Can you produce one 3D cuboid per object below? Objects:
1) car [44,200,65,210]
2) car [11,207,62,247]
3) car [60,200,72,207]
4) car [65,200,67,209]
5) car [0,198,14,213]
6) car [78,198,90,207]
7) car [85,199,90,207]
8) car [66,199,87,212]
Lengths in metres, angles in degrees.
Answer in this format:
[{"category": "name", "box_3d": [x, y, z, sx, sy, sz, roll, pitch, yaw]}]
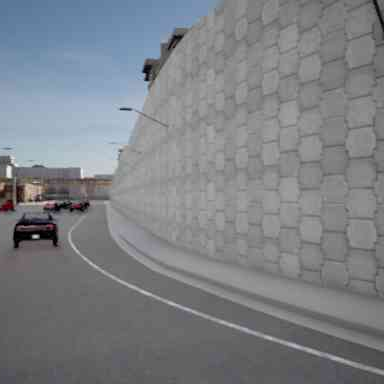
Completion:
[{"category": "car", "box_3d": [-20.774, 2.242, 49.433, 2.128, 1.511, 4.902, 0, -1, -14]}, {"category": "car", "box_3d": [-7.714, 1.746, 16.615, 2.128, 1.511, 4.902, 0, -1, -23]}, {"category": "car", "box_3d": [-26.061, 2.379, 69.100, 1.837, 1.490, 4.892, 0, -1, -15]}, {"category": "car", "box_3d": [-23.496, 2.379, 59.458, 1.882, 1.535, 5.008, 0, -1, -15]}, {"category": "car", "box_3d": [-28.106, 1.972, 49.357, 2.150, 2.045, 5.566, 0, -1, -14]}, {"category": "car", "box_3d": [-22.671, 2.246, 69.973, 2.097, 1.767, 4.553, 0, -1, -15]}, {"category": "car", "box_3d": [-20.006, 2.399, 59.956, 2.128, 1.511, 4.902, 0, -1, -15]}, {"category": "car", "box_3d": [-17.288, 2.261, 49.912, 1.837, 1.490, 4.892, 0, -1, -14]}]
